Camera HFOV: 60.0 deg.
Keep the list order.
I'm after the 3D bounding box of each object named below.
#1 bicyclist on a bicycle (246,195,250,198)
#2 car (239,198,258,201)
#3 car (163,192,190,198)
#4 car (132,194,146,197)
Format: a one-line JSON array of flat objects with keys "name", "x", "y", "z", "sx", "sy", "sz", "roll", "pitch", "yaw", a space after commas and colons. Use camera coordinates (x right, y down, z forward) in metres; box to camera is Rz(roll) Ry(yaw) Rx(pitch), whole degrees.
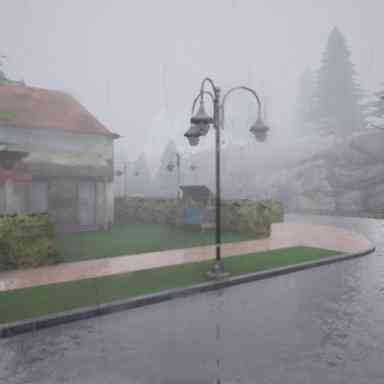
[{"name": "bicyclist on a bicycle", "x": 6.317, "y": 1.191, "z": 37.291, "sx": 1.656, "sy": 1.620, "sz": 0.582, "roll": -2, "pitch": 1, "yaw": -36}, {"name": "car", "x": 4.869, "y": 1.283, "z": 27.115, "sx": 1.837, "sy": 1.490, "sz": 4.892, "roll": 0, "pitch": 0, "yaw": -35}, {"name": "car", "x": -1.234, "y": 0.999, "z": 35.656, "sx": 2.150, "sy": 2.045, "sz": 5.566, "roll": 0, "pitch": 0, "yaw": -36}, {"name": "car", "x": -8.672, "y": 1.118, "z": 52.447, "sx": 2.097, "sy": 1.767, "sz": 4.553, "roll": 0, "pitch": 0, "yaw": -36}]
